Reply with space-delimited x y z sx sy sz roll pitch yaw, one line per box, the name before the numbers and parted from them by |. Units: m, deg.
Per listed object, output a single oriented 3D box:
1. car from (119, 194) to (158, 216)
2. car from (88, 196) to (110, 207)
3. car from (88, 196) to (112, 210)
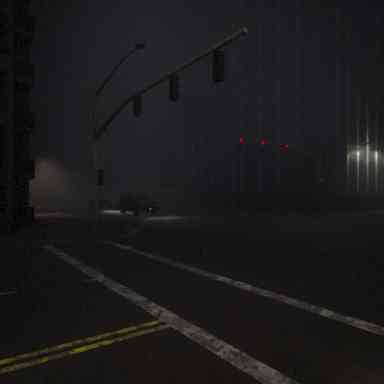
car | -5.502 1.221 33.570 2.150 2.045 5.566 0 0 -35
car | -15.039 1.478 53.628 1.882 1.535 5.008 0 0 -35
car | -11.893 1.492 42.726 2.128 1.511 4.902 0 0 -35
